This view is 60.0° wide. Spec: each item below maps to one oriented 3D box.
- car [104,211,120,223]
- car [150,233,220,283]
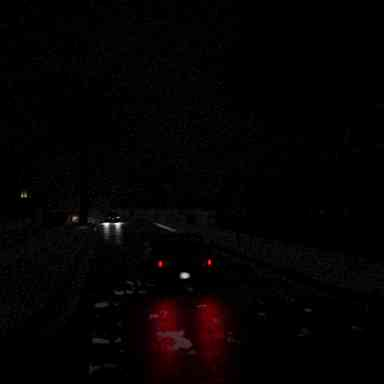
[{"bbox_3d":[-11.222,3.467,46.620,1.837,1.490,4.892,0,-2,-17],"label":"car"},{"bbox_3d":[-0.411,2.009,11.028,1.895,1.301,4.718,-1,-2,-6],"label":"car"}]
